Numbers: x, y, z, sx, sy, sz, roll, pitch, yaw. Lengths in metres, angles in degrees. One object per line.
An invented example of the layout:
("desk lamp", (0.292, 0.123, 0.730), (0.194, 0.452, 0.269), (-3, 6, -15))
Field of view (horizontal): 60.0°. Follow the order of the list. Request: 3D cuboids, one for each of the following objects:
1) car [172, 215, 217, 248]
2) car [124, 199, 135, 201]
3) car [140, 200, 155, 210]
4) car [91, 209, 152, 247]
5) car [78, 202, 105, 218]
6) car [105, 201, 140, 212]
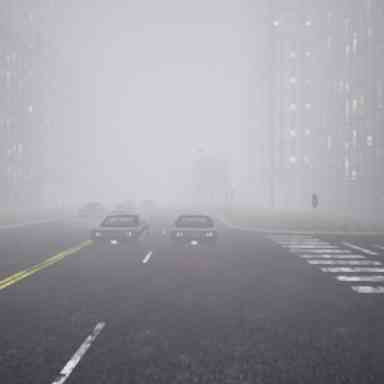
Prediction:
("car", (0.109, 1.732, 15.660), (1.895, 1.301, 4.718), (1, 0, 0))
("car", (-9.822, 1.884, 52.132), (1.882, 1.535, 5.008), (0, -1, 0))
("car", (-6.587, 1.861, 49.199), (1.882, 1.535, 5.008), (0, -1, 0))
("car", (-3.150, 1.723, 15.659), (1.895, 1.301, 4.718), (0, 0, 0))
("car", (-9.853, 1.763, 33.164), (1.837, 1.490, 4.892), (0, -1, 0))
("car", (-6.605, 1.851, 32.126), (1.895, 1.301, 4.718), (0, 0, 0))
